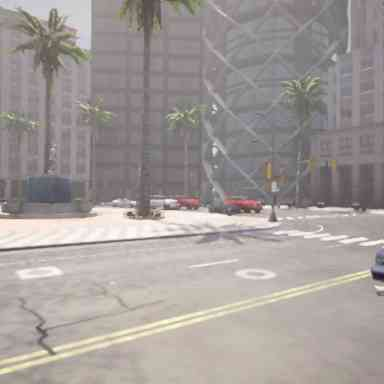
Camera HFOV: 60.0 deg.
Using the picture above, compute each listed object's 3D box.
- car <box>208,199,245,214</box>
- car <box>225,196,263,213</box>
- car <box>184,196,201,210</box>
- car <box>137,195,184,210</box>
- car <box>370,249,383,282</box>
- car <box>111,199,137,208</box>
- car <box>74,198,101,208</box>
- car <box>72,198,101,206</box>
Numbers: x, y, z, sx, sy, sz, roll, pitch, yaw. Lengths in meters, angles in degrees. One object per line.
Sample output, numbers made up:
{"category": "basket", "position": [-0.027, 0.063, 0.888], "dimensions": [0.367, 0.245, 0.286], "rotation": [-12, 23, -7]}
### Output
{"category": "car", "position": [3.843, 1.872, 39.800], "dimensions": [1.994, 1.385, 4.181], "rotation": [1, -1, -39]}
{"category": "car", "position": [6.377, 1.571, 42.303], "dimensions": [2.150, 2.045, 5.566], "rotation": [1, 0, -38]}
{"category": "car", "position": [-1.323, 1.545, 49.210], "dimensions": [5.566, 2.045, 2.150], "rotation": [0, 0, 32]}
{"category": "car", "position": [-4.488, 1.502, 47.126], "dimensions": [5.566, 2.045, 2.150], "rotation": [0, -1, 29]}
{"category": "car", "position": [6.712, 1.669, 8.558], "dimensions": [5.357, 1.411, 2.033], "rotation": [1, 0, -35]}
{"category": "car", "position": [-10.622, 1.787, 53.271], "dimensions": [4.674, 1.442, 1.812], "rotation": [0, 0, 14]}
{"category": "car", "position": [-17.037, 1.662, 50.965], "dimensions": [5.008, 1.535, 1.882], "rotation": [0, 0, 5]}
{"category": "car", "position": [-19.477, 1.835, 61.621], "dimensions": [4.718, 1.301, 1.895], "rotation": [1, 0, 1]}
